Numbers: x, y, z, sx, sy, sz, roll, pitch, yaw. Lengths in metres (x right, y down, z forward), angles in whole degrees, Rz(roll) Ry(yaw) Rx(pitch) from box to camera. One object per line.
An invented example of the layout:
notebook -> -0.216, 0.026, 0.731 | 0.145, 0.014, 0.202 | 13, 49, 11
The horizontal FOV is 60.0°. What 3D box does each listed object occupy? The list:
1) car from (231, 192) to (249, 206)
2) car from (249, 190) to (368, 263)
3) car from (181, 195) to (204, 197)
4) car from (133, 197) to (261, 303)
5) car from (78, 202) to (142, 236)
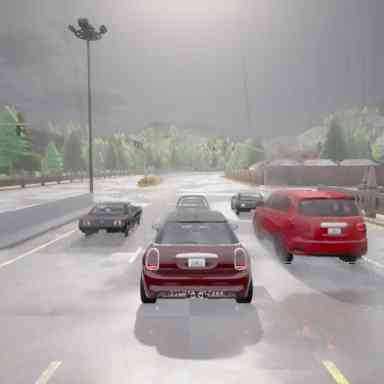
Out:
car -> 3.556, 0.646, 21.241 | 1.895, 1.301, 4.718 | 0, 4, 1
car -> 3.565, 0.930, 11.051 | 2.150, 2.045, 5.566 | 0, 3, 0
car -> 0.037, 0.857, 17.395 | 2.033, 1.411, 5.357 | 0, 4, 0
car -> 0.078, 1.191, 8.012 | 2.097, 1.767, 4.553 | 0, 2, 0
car -> -3.453, 1.077, 15.019 | 1.895, 1.301, 4.718 | 0, 4, 0
